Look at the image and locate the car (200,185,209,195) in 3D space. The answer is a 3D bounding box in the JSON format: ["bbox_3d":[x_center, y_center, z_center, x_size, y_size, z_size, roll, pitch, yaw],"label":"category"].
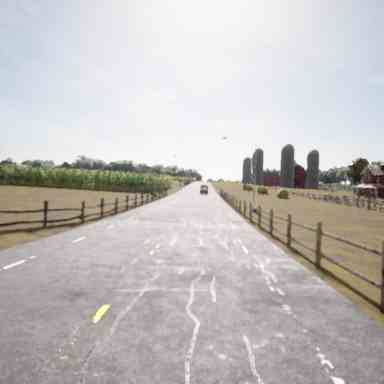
[{"bbox_3d":[2.814,-0.283,77.933,1.882,1.535,5.008,2,3,2],"label":"car"}]
